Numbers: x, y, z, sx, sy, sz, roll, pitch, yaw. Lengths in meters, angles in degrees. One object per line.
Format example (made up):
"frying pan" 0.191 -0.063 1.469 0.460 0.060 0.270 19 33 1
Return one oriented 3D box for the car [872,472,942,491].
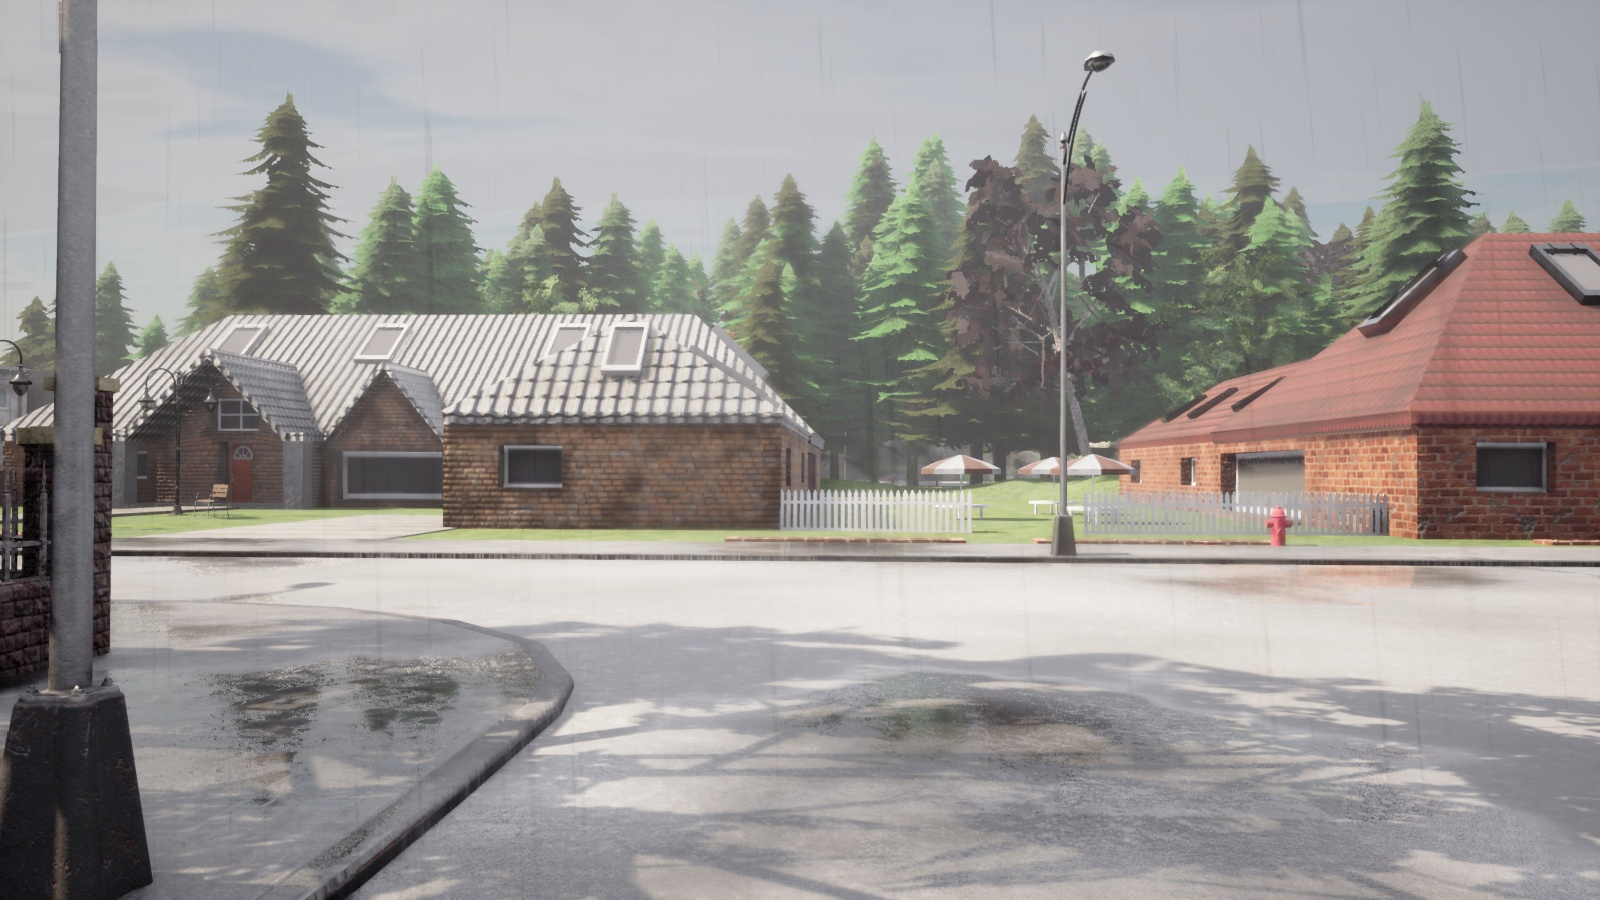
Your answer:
"car" 8.295 2.464 97.600 5.357 1.411 2.033 0 -1 3
